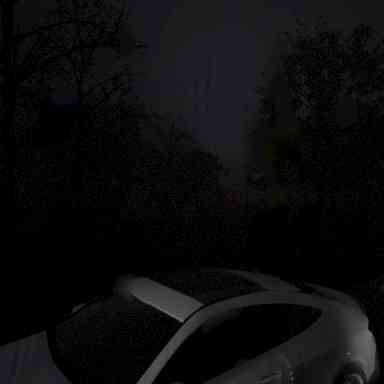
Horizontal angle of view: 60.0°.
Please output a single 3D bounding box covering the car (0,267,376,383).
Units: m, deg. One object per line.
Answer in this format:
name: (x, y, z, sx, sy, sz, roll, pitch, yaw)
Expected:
car: (-0.151, 1.526, 2.967, 4.674, 1.442, 1.812, 0, 0, -36)
